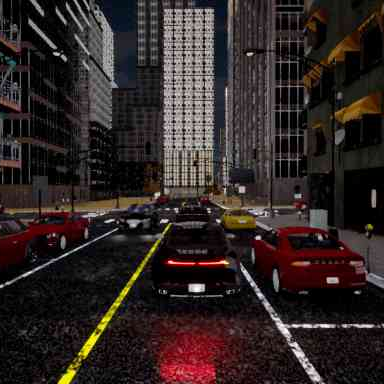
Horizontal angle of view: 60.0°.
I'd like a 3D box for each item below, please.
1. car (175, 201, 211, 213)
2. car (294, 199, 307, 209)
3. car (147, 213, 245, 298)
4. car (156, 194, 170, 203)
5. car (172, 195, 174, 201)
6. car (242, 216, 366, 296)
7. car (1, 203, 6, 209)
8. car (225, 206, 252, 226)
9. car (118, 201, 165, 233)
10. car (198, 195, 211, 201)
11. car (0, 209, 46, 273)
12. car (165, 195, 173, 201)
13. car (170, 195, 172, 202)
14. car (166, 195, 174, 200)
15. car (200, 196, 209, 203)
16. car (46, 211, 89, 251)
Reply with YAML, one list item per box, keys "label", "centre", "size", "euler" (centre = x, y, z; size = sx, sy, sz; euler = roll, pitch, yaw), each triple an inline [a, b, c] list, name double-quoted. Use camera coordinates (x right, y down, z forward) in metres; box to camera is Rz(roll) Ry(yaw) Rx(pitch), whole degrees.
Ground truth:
- label: "car"
  centre: [0.063, 1.475, 18.751]
  size: [1.882, 1.535, 5.008]
  euler: [0, 0, 0]
- label: "car"
  centre: [14.182, 1.255, 38.741]
  size: [4.507, 1.381, 1.887]
  euler: [-1, 1, -1]
- label: "car"
  centre: [0.083, 1.503, 8.478]
  size: [1.837, 1.490, 4.892]
  euler: [0, 0, 0]
- label: "car"
  centre: [-5.812, 1.541, 63.107]
  size: [1.887, 1.381, 4.507]
  euler: [-1, 0, 0]
- label: "car"
  centre: [-5.834, 1.312, 74.227]
  size: [2.192, 1.841, 5.009]
  euler: [-1, 0, 0]
- label: "car"
  centre: [2.667, 1.543, 8.548]
  size: [1.887, 1.381, 4.507]
  euler: [-1, 0, 0]
- label: "car"
  centre: [-23.916, 1.745, 38.348]
  size: [4.097, 1.590, 1.967]
  euler: [-1, 1, -1]
- label: "car"
  centre: [2.646, 1.522, 19.765]
  size: [1.752, 1.417, 4.829]
  euler: [-1, 0, 0]
- label: "car"
  centre: [-3.049, 1.490, 19.780]
  size: [2.128, 1.511, 4.902]
  euler: [0, 0, 0]
- label: "car"
  centre: [2.567, 1.436, 63.121]
  size: [1.967, 1.590, 4.097]
  euler: [-1, 0, 0]
- label: "car"
  centre: [-5.715, 1.439, 8.547]
  size: [1.967, 1.590, 4.097]
  euler: [-1, 0, 0]
- label: "car"
  centre: [-5.852, 1.523, 85.175]
  size: [1.752, 1.417, 4.829]
  euler: [-1, 0, 0]
- label: "car"
  centre: [-5.824, 1.311, 68.667]
  size: [2.192, 1.841, 5.009]
  euler: [-1, 0, 0]
- label: "car"
  centre: [-5.862, 1.542, 90.904]
  size: [1.887, 1.381, 4.507]
  euler: [-1, 0, 0]
- label: "car"
  centre: [2.558, 1.521, 68.851]
  size: [1.752, 1.417, 4.829]
  euler: [-1, 0, 0]
- label: "car"
  centre: [-5.724, 1.543, 14.071]
  size: [1.887, 1.381, 4.507]
  euler: [-1, 0, 0]
